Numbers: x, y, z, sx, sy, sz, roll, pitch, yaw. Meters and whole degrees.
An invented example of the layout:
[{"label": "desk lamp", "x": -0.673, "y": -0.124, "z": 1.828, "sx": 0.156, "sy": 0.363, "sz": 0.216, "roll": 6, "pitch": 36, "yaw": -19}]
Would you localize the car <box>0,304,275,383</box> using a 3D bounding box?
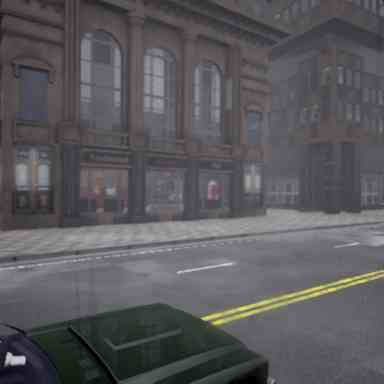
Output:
[{"label": "car", "x": -1.595, "y": 1.598, "z": 2.271, "sx": 4.718, "sy": 1.301, "sz": 1.895, "roll": 0, "pitch": 0, "yaw": -35}]
